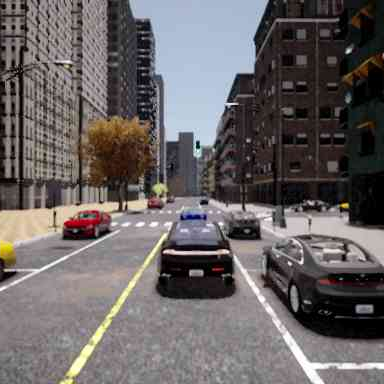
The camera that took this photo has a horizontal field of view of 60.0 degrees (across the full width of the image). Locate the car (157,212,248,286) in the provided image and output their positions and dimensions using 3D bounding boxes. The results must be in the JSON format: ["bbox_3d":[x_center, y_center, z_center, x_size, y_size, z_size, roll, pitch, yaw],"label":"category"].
[{"bbox_3d":[0.097,1.560,9.635,2.128,1.511,4.902,0,0,0],"label":"car"}]

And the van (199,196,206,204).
[{"bbox_3d":[2.726,2.000,83.956,1.690,1.788,3.998,0,-1,0],"label":"van"}]

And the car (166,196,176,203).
[{"bbox_3d":[-5.652,2.023,89.482,2.192,1.841,5.009,0,-1,0],"label":"car"}]

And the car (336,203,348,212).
[{"bbox_3d":[18.839,1.519,37.885,4.829,1.417,1.752,-1,0,-1],"label":"car"}]

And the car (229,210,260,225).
[{"bbox_3d":[2.696,1.682,18.431,2.008,1.369,4.403,0,0,0],"label":"car"}]

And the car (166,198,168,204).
[{"bbox_3d":[-5.667,1.993,56.345,1.947,1.339,4.313,0,0,0],"label":"car"}]

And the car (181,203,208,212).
[{"bbox_3d":[0.106,1.784,25.435,1.895,1.301,4.718,0,0,0],"label":"car"}]

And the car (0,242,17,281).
[{"bbox_3d":[-5.689,1.576,7.200,1.752,1.417,4.829,0,0,0],"label":"car"}]

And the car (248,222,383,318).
[{"bbox_3d":[2.691,1.603,7.365,2.008,1.369,4.403,0,0,0],"label":"car"}]

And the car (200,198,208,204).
[{"bbox_3d":[2.724,2.137,78.601,1.752,1.417,4.829,0,-1,0],"label":"car"}]

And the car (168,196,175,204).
[{"bbox_3d":[-5.654,2.224,83.958,1.947,1.339,4.313,0,-1,0],"label":"car"}]

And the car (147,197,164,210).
[{"bbox_3d":[-5.670,1.698,50.824,2.192,1.841,5.009,0,0,0],"label":"car"}]

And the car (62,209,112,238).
[{"bbox_3d":[-5.684,1.676,18.435,1.887,1.381,4.507,0,0,0],"label":"car"}]

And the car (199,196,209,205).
[{"bbox_3d":[2.722,2.129,72.908,1.947,1.339,4.313,0,0,0],"label":"car"}]

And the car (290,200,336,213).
[{"bbox_3d":[13.442,1.619,37.833,4.403,1.369,2.008,-1,0,-1],"label":"car"}]
